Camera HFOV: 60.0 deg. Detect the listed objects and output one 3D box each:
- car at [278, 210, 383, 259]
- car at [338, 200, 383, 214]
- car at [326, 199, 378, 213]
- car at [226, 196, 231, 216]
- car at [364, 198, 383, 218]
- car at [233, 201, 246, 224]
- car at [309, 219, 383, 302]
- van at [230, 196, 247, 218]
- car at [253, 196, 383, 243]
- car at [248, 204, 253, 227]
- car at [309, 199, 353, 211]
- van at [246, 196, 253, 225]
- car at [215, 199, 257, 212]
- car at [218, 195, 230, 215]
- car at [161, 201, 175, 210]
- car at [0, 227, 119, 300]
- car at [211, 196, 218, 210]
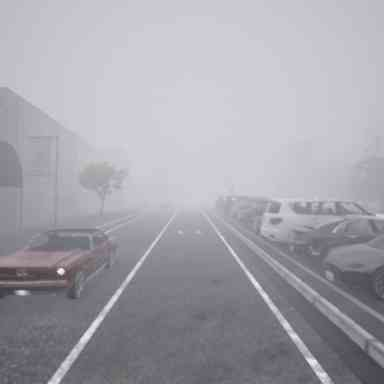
[{"bbox_3d":[5.544,1.486,10.452,4.892,1.521,2.231,0,0,0],"label":"car"},{"bbox_3d":[18.458,1.621,35.767,4.674,1.452,2.002,0,-1,0],"label":"car"},{"bbox_3d":[18.445,1.607,38.554,5.008,1.535,2.097,0,-1,0],"label":"car"},{"bbox_3d":[5.396,1.455,27.277,4.553,1.767,2.185,0,0,0],"label":"car"},{"bbox_3d":[18.457,1.410,30.200,4.553,1.767,2.185,0,0,0],"label":"car"},{"bbox_3d":[5.460,1.550,21.668,4.892,1.521,2.231,0,0,0],"label":"car"},{"bbox_3d":[5.541,1.500,7.654,4.792,1.488,2.163,0,0,0],"label":"car"},{"bbox_3d":[5.329,1.340,24.473,4.442,1.987,1.878,0,0,0],"label":"van"},{"bbox_3d":[5.555,1.249,13.260,5.566,2.045,2.435,0,0,0],"label":"car"},{"bbox_3d":[5.501,1.516,16.062,5.008,1.535,2.097,0,0,0],"label":"car"},{"bbox_3d":[18.404,1.672,44.122,5.008,1.535,2.097,0,-1,0],"label":"car"},{"bbox_3d":[5.601,1.306,18.868,4.442,1.987,1.878,0,0,0],"label":"van"},{"bbox_3d":[5.339,1.705,41.287,4.892,1.521,2.231,0,-1,0],"label":"car"},{"bbox_3d":[5.437,1.349,30.079,5.566,2.045,2.435,0,0,0],"label":"car"},{"bbox_3d":[-3.552,1.968,49.818,1.994,1.385,4.181,0,-1,0],"label":"car"},{"bbox_3d":[-3.303,1.654,8.653,1.895,1.301,4.718,0,0,0],"label":"car"},{"bbox_3d":[5.388,1.421,38.489,5.566,2.045,2.435,0,-1,0],"label":"car"}]
